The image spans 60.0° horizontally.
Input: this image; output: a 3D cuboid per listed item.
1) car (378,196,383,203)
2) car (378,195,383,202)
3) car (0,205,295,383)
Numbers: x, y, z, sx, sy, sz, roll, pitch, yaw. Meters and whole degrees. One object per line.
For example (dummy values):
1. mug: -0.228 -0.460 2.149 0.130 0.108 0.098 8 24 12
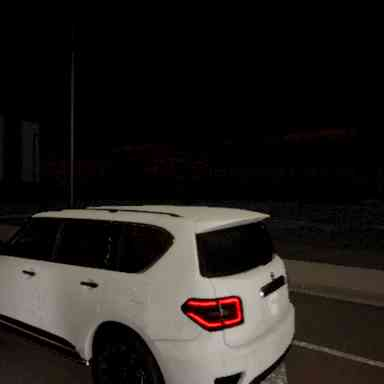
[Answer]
1. car: 39.921 1.527 67.903 2.038 1.542 4.974 1 1 6
2. car: 39.928 1.369 67.953 1.853 1.218 4.536 1 1 6
3. car: -1.358 1.216 4.963 5.566 2.045 2.150 0 0 35
